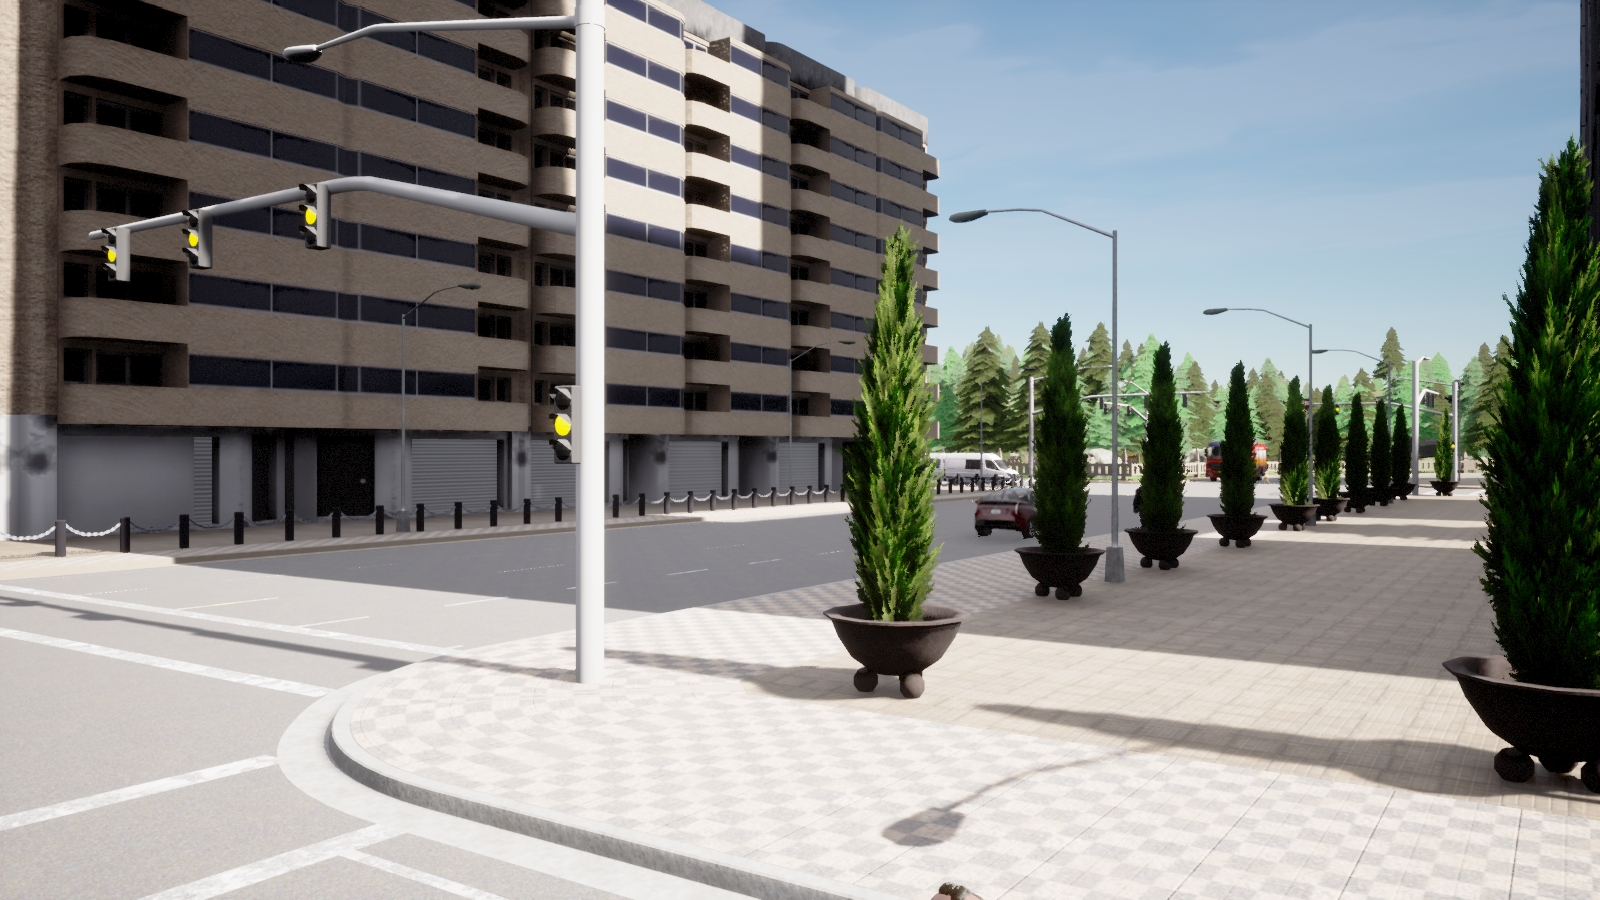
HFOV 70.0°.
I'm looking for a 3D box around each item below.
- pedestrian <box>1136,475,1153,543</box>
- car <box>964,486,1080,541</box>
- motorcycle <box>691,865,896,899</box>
[{"bbox_3d":[9.609,1.642,31.875,0.375,1.860,0.375,0,0,1],"label":"pedestrian"},{"bbox_3d":[7.217,1.984,36.812,2.007,1.525,4.514,0,0,34],"label":"car"},{"bbox_3d":[0.516,2.205,3.364,2.209,1.251,0.867,0,0,34],"label":"motorcycle"}]
